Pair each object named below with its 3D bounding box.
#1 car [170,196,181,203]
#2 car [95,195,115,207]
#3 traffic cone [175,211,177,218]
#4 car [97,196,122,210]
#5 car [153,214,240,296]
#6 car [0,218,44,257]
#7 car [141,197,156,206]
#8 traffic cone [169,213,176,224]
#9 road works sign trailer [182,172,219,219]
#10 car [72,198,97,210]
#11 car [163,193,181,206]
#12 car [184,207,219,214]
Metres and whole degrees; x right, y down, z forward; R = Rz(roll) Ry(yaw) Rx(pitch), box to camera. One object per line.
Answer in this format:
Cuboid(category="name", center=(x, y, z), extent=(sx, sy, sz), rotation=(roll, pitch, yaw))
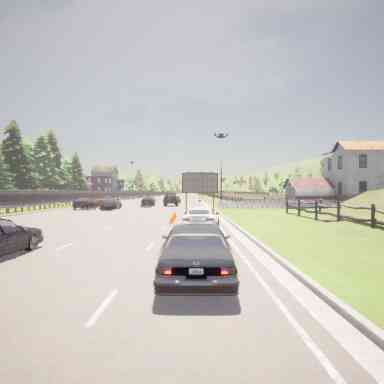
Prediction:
Cuboid(category="car", center=(-3.319, 1.563, 68.547), extent=(1.994, 1.385, 4.181), rotation=(0, 0, 0))
Cuboid(category="car", center=(-13.839, 1.352, 53.104), extent=(2.097, 1.767, 4.553), rotation=(0, 0, 0))
Cuboid(category="traffic cone", center=(-1.458, 1.955, 25.151), extent=(0.340, 0.580, 0.340), rotation=(0, 0, 0))
Cuboid(category="car", center=(-10.350, 1.564, 42.741), extent=(1.994, 1.385, 4.181), rotation=(0, 0, 0))
Cuboid(category="car", center=(0.108, 1.547, 8.795), extent=(2.033, 1.411, 5.357), rotation=(0, 0, 1))
Cuboid(category="car", center=(-6.888, 1.547, 10.929), extent=(2.033, 1.411, 5.357), rotation=(0, 0, 0))
Cuboid(category="car", center=(-6.837, 1.477, 53.020), extent=(1.882, 1.535, 5.008), rotation=(0, 0, 0))
Cuboid(category="traffic cone", center=(-1.460, 1.955, 23.151), extent=(0.340, 0.580, 0.340), rotation=(0, 0, 0))
Cuboid(category="road works sign trailer", center=(0.511, 0.464, 22.054), extent=(2.380, 3.560, 2.880), rotation=(0, 0, -4))
Cuboid(category="car", center=(-13.849, 1.477, 43.106), extent=(1.882, 1.535, 5.008), rotation=(0, 0, 0))
Cuboid(category="car", center=(-3.337, 1.221, 53.331), extent=(2.150, 2.045, 5.566), rotation=(0, 0, 0))
Cuboid(category="car", center=(0.502, 1.539, 18.440), extent=(1.812, 1.442, 4.674), rotation=(0, -1, 6))
